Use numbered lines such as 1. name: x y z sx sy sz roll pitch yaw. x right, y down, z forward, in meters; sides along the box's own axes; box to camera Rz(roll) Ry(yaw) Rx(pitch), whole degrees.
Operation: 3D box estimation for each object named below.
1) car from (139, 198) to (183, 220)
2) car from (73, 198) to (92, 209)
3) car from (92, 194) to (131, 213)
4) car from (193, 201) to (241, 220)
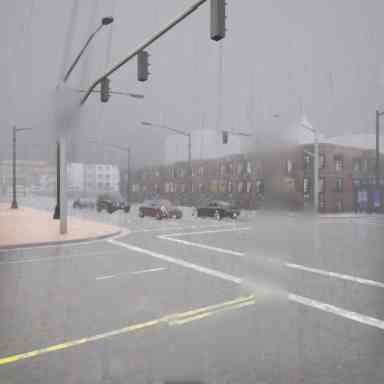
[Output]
1. car: -2.709 1.352 28.266 2.097 1.767 4.553 0 0 -35
2. car: -14.715 1.525 45.004 1.812 1.442 4.674 0 0 -35
3. car: -8.804 1.222 36.746 2.150 2.045 5.566 0 0 -36
4. car: 1.950 1.504 27.844 1.837 1.490 4.892 -1 1 -35
